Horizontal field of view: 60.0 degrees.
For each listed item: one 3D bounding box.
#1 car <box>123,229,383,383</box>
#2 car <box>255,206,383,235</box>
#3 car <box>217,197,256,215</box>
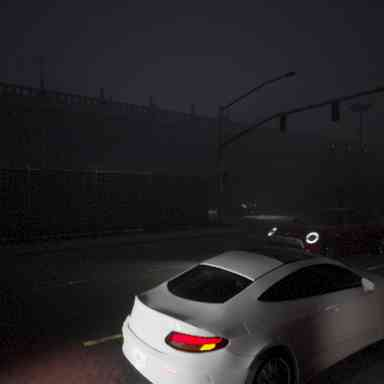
[{"bbox_3d":[1.343,1.524,4.745,4.674,1.442,1.812,0,0,-35],"label":"car"},{"bbox_3d":[4.693,1.346,11.525,4.553,1.767,2.097,0,0,-33],"label":"car"},{"bbox_3d":[4.574,1.398,33.958,2.097,1.767,4.553,0,0,-36],"label":"car"}]
